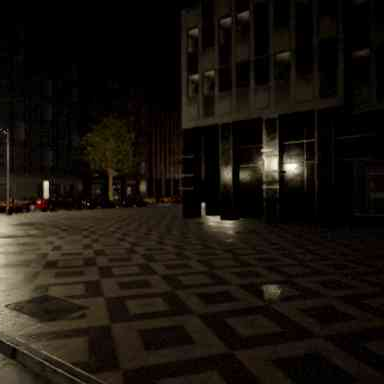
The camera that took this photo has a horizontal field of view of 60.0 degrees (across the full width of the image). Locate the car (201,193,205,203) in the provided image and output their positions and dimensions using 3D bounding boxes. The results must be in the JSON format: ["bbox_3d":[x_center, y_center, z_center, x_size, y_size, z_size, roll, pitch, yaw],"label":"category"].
[{"bbox_3d":[2.056,1.126,58.447,2.192,1.841,5.009,0,0,35],"label":"car"}]

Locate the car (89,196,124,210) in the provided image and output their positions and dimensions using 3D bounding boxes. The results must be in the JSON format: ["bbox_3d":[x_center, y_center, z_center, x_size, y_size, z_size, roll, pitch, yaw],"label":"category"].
[{"bbox_3d":[-10.743,1.429,39.876,1.947,1.339,4.313,0,0,35],"label":"car"}]

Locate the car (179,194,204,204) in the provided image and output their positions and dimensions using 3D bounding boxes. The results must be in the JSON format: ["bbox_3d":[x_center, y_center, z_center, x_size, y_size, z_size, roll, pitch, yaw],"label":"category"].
[{"bbox_3d":[-0.042,1.186,59.960,2.097,1.767,4.553,-1,0,35],"label":"car"}]

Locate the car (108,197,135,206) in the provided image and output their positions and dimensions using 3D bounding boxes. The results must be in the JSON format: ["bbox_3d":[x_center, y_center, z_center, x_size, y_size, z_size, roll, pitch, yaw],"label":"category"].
[{"bbox_3d":[-11.358,1.491,54.004,1.802,1.307,4.206,0,0,35],"label":"car"}]

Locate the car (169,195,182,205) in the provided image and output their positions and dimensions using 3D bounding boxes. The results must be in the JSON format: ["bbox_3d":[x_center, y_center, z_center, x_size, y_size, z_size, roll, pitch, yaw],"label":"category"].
[{"bbox_3d":[-1.143,1.366,53.804,1.887,1.381,4.507,0,0,35],"label":"car"}]

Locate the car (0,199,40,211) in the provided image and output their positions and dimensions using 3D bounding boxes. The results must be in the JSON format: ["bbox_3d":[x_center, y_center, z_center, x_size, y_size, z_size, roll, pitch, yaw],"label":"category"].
[{"bbox_3d":[-20.960,1.522,40.075,1.947,1.339,4.313,0,0,35],"label":"car"}]

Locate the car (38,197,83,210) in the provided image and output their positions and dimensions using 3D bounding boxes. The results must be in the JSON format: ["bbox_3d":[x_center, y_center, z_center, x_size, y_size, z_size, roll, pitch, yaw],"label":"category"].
[{"bbox_3d":[-16.405,1.397,41.827,1.882,1.535,5.008,-1,0,35],"label":"car"}]

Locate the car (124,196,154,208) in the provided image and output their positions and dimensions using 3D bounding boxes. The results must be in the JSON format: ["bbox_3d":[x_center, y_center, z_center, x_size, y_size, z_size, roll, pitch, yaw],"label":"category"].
[{"bbox_3d":[-7.543,1.413,44.518,1.947,1.339,4.313,0,0,35],"label":"car"}]

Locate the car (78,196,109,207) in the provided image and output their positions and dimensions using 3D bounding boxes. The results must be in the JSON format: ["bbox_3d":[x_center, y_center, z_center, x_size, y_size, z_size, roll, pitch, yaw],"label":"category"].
[{"bbox_3d":[-14.561,1.363,49.361,1.967,1.590,4.097,0,0,35],"label":"car"}]

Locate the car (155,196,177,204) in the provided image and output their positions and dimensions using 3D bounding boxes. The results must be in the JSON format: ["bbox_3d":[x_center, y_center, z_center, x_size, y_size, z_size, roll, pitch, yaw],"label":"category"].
[{"bbox_3d":[-4.957,1.452,63.291,1.947,1.339,4.313,0,0,35],"label":"car"}]

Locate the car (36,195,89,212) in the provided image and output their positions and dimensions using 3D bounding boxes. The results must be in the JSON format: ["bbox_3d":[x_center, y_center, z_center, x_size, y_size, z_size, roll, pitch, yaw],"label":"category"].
[{"bbox_3d":[-13.945,1.195,35.235,2.192,1.841,5.009,0,0,35],"label":"car"}]

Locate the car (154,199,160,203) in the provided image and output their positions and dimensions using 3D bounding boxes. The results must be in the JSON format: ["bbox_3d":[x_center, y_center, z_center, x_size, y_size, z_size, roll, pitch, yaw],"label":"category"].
[{"bbox_3d":[-8.255,1.423,58.507,1.752,1.417,4.829,0,0,35],"label":"car"}]

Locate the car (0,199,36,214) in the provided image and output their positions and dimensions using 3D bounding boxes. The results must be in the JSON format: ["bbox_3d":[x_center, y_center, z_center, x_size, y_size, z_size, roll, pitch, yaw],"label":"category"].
[{"bbox_3d":[-17.144,1.482,30.591,1.802,1.307,4.206,0,0,35],"label":"car"}]

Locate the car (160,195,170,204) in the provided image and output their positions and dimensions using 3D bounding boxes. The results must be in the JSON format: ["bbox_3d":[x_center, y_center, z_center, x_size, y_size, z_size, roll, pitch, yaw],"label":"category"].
[{"bbox_3d":[-3.869,1.344,59.849,1.882,1.535,5.008,-1,-1,35],"label":"car"}]
